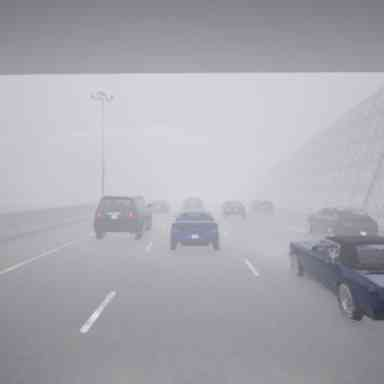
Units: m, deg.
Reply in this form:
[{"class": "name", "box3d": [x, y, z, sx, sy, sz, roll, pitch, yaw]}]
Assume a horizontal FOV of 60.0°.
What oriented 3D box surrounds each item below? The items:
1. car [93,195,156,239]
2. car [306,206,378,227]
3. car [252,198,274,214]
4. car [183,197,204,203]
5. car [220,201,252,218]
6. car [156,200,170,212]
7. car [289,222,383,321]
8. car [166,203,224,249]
[{"class": "car", "box3d": [-3.388, 1.180, 17.182, 2.150, 2.045, 5.566, 0, 0, 0]}, {"class": "car", "box3d": [7.111, 1.466, 16.277, 1.837, 1.490, 4.892, 0, 0, 0]}, {"class": "car", "box3d": [7.127, 1.410, 34.550, 2.128, 1.511, 4.902, 0, 0, 0]}, {"class": "car", "box3d": [0.127, 1.270, 34.611, 2.097, 1.767, 4.553, 0, 0, 0]}, {"class": "car", "box3d": [3.622, 1.477, 29.526, 2.033, 1.411, 5.357, 0, 0, 0]}, {"class": "car", "box3d": [-3.374, 1.480, 35.151, 1.994, 1.385, 4.181, 0, 0, 0]}, {"class": "car", "box3d": [3.604, 1.584, 7.199, 1.895, 1.301, 4.718, 0, 0, 0]}, {"class": "car", "box3d": [0.109, 1.443, 14.423, 1.882, 1.535, 5.008, 0, 0, 0]}]
